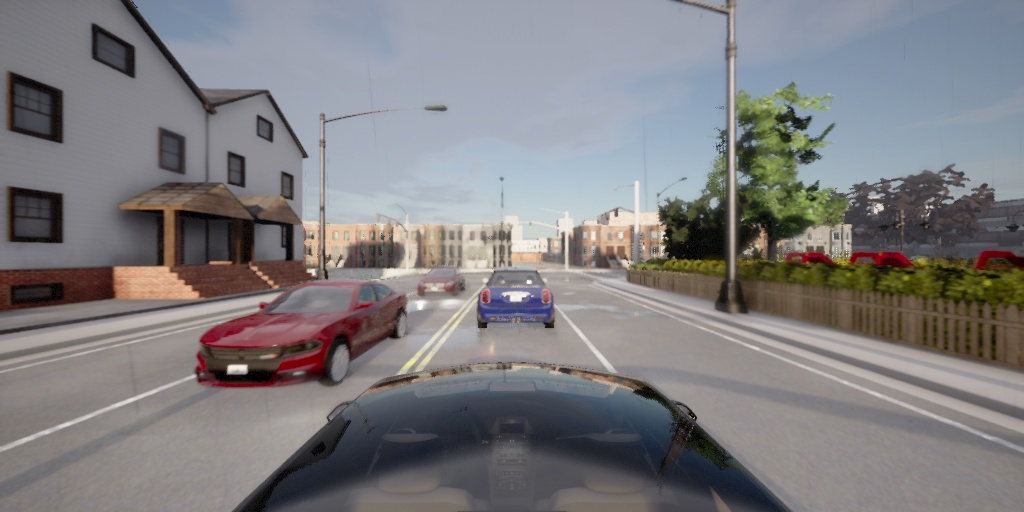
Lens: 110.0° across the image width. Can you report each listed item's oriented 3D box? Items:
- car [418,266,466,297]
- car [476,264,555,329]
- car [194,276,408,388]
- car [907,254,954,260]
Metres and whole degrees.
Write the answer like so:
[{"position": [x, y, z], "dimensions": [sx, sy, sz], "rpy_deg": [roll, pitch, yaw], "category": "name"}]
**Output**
[{"position": [-3.548, 1.261, 18.827], "dimensions": [1.812, 1.442, 4.674], "rpy_deg": [0, 0, 0], "category": "car"}, {"position": [0.101, 1.095, 11.313], "dimensions": [2.097, 1.767, 4.553], "rpy_deg": [0, 0, 0], "category": "car"}, {"position": [-3.592, 1.223, 7.195], "dimensions": [1.882, 1.535, 5.008], "rpy_deg": [0, 0, 0], "category": "car"}, {"position": [45.860, 0.855, 39.893], "dimensions": [5.566, 2.045, 2.150], "rpy_deg": [0, 0, 0], "category": "car"}]
